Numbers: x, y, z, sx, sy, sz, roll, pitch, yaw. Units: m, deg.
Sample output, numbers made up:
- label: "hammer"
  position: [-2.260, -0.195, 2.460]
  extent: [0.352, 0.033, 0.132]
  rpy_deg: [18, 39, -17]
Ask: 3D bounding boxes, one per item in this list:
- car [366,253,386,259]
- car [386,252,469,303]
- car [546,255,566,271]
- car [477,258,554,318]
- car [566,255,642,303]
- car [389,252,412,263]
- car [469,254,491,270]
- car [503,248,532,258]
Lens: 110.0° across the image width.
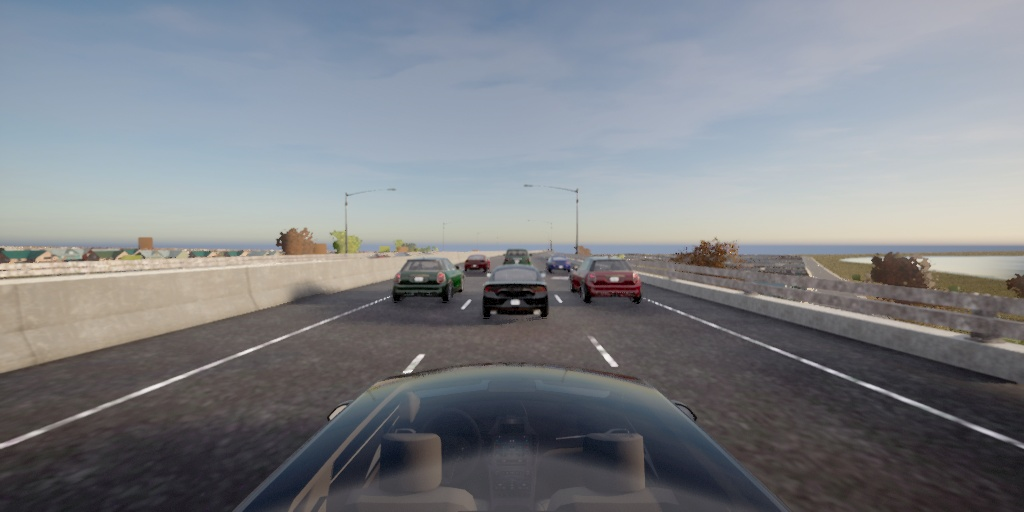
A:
- label: "car"
  position: [-19.997, 0.268, 53.703]
  extent: [1.895, 1.301, 4.718]
  rpy_deg: [0, 1, 2]
- label: "car"
  position: [-3.301, 0.814, 14.995]
  extent: [2.097, 1.767, 4.553]
  rpy_deg: [0, 1, 1]
- label: "car"
  position: [4.000, 0.652, 31.154]
  extent: [1.812, 1.442, 4.674]
  rpy_deg: [0, 1, 2]
- label: "car"
  position: [0.137, 1.008, 11.872]
  extent: [1.882, 1.535, 5.008]
  rpy_deg: [0, 1, 1]
- label: "car"
  position: [3.699, 0.816, 14.922]
  extent: [2.097, 1.767, 4.553]
  rpy_deg: [0, 1, 1]
- label: "car"
  position: [-16.504, 0.198, 53.503]
  extent: [1.812, 1.442, 4.674]
  rpy_deg: [0, 1, 2]
- label: "car"
  position: [-2.985, 0.590, 31.779]
  extent: [1.882, 1.535, 5.008]
  rpy_deg: [0, 1, 2]
- label: "car"
  position: [0.442, 0.393, 29.086]
  extent: [2.150, 2.045, 5.566]
  rpy_deg: [0, 1, 2]
